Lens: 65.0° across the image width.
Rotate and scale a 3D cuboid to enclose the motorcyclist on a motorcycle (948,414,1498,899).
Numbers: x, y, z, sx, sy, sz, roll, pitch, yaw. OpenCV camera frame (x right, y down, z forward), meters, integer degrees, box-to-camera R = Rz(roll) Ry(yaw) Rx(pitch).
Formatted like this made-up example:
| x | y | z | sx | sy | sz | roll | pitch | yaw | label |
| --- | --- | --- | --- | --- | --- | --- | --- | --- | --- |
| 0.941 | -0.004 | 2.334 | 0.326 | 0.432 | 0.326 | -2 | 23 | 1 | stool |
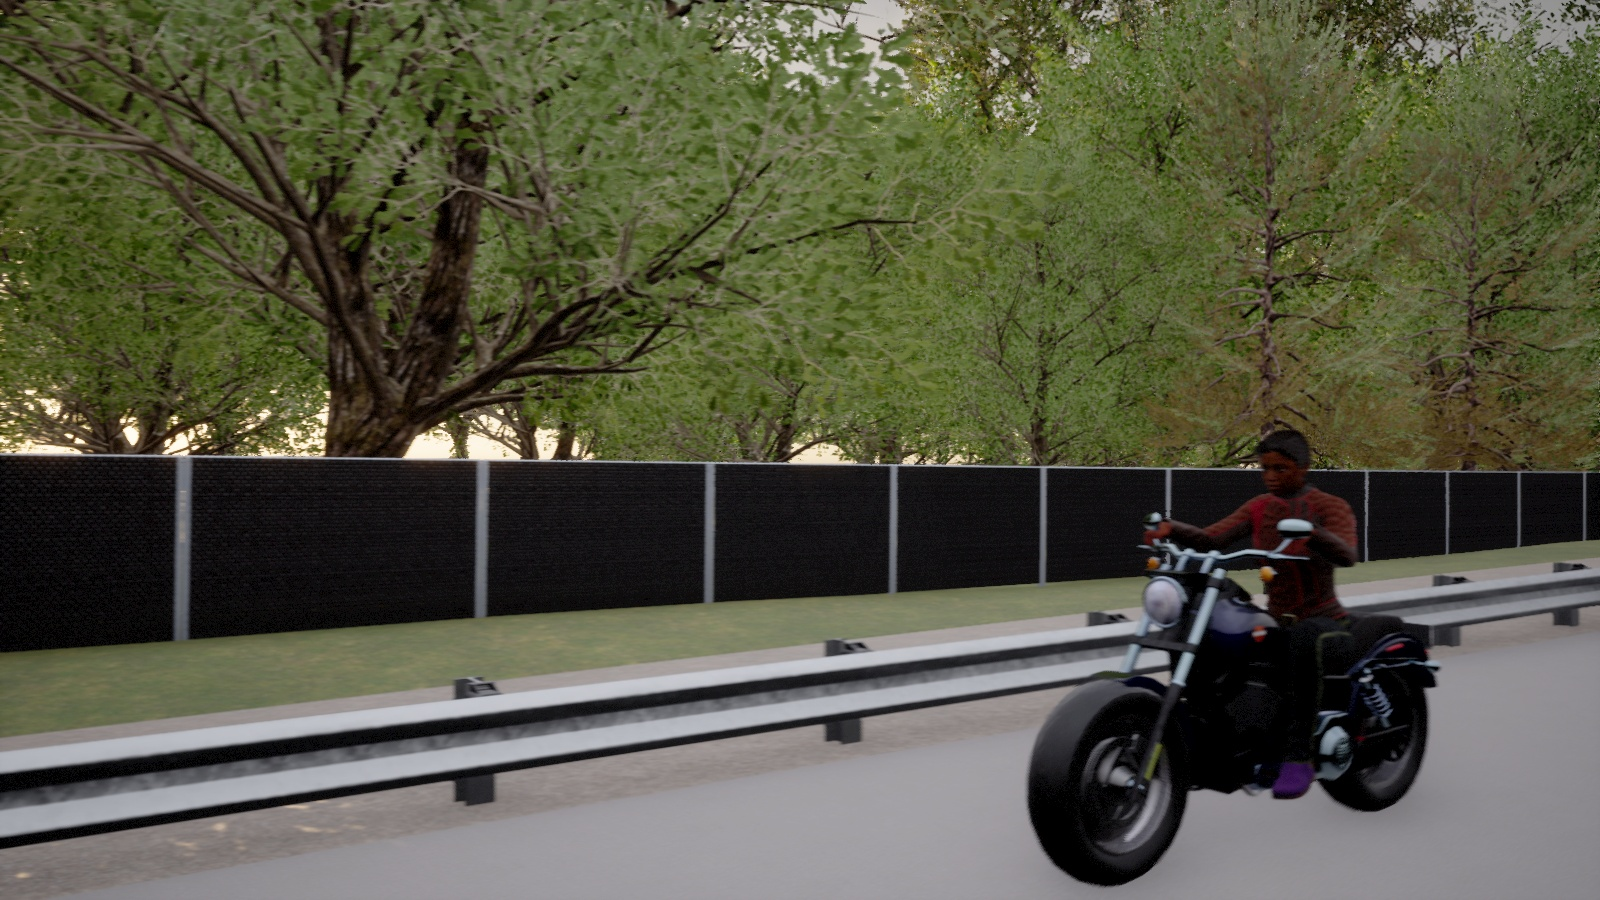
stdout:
| x | y | z | sx | sy | sz | roll | pitch | yaw | label |
| --- | --- | --- | --- | --- | --- | --- | --- | --- | --- |
| 1.714 | 0.717 | 4.857 | 2.350 | 1.649 | 0.766 | 0 | 0 | -35 | motorcyclist on a motorcycle |
